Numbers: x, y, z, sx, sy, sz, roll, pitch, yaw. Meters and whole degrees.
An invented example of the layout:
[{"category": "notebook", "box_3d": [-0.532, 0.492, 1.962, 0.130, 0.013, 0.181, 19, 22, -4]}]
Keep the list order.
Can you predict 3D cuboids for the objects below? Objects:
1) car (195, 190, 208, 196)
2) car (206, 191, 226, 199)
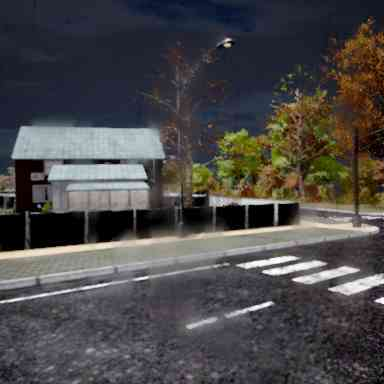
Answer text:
[{"category": "car", "box_3d": [2.210, 0.489, 73.591, 2.150, 2.045, 5.566, -2, 1, -15]}, {"category": "car", "box_3d": [4.892, 1.064, 63.496, 2.033, 1.411, 5.357, -2, 1, -15]}]
